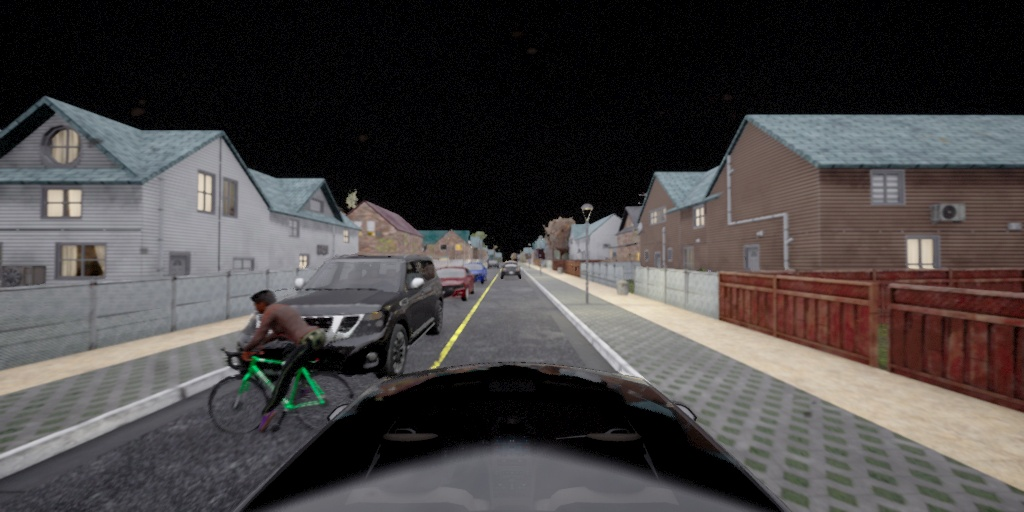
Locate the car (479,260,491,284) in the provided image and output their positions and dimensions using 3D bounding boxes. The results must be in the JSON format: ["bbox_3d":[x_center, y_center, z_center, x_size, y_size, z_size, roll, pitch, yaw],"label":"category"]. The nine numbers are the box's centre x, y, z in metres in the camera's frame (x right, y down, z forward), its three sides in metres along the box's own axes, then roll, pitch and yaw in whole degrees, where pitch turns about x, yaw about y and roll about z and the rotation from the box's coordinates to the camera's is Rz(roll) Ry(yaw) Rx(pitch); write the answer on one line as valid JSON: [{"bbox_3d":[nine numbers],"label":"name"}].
[{"bbox_3d":[-2.945,1.276,27.695,1.882,1.535,5.008,0,0,0],"label":"car"}]

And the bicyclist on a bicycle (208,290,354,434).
[{"bbox_3d":[-2.616,1.205,4.045,1.656,1.620,0.582,-2,0,0],"label":"bicyclist on a bicycle"}]

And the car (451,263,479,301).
[{"bbox_3d":[-2.922,1.250,17.553,1.882,1.535,5.008,0,0,0],"label":"car"}]

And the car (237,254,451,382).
[{"bbox_3d":[-2.876,0.977,7.542,2.150,2.045,5.566,0,0,0],"label":"car"}]

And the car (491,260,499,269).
[{"bbox_3d":[-3.145,1.418,60.522,1.882,1.535,5.008,0,0,0],"label":"car"}]

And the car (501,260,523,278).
[{"bbox_3d":[-0.083,1.347,34.560,1.812,1.442,4.674,0,0,0],"label":"car"}]
